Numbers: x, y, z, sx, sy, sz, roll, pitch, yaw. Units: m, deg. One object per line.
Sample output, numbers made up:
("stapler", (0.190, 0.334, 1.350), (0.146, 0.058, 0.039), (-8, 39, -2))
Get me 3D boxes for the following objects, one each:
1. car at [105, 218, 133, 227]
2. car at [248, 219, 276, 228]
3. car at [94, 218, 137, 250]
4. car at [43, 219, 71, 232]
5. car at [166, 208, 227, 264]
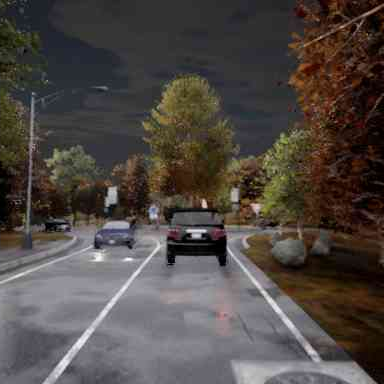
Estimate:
("car", (-13.538, 5.609, 61.472), (4.674, 1.442, 1.812), (2, -5, -37))
("car", (11.829, 5.354, 56.364), (2.033, 1.411, 5.357), (3, -5, -28))
("car", (-3.999, 2.234, 18.067), (1.812, 1.442, 4.674), (1, -4, -5))
("car", (-15.401, 3.769, 37.858), (2.128, 1.511, 4.902), (4, -6, -40))
("car", (0.192, 1.674, 13.640), (2.150, 2.045, 5.566), (0, -3, 1))
